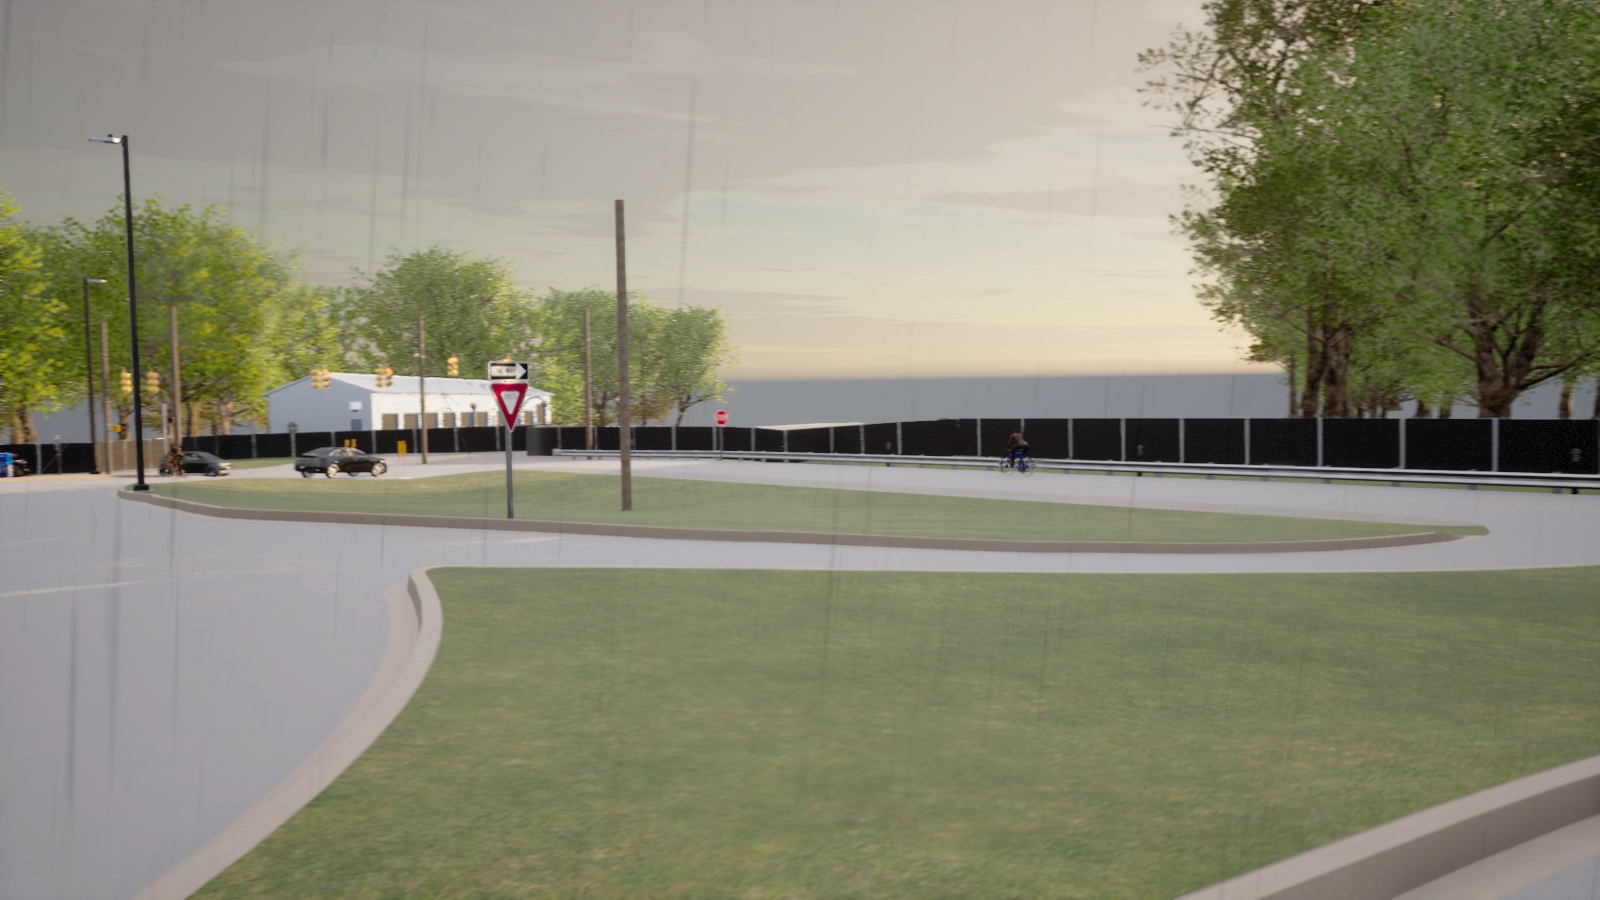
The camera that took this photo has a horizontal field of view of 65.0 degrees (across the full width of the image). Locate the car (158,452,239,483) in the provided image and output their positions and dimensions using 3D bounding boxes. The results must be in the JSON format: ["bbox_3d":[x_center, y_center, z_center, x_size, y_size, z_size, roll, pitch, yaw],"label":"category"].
[{"bbox_3d":[-34.248,1.003,71.592,3.705,1.549,1.789,-1,4,1],"label":"car"}]

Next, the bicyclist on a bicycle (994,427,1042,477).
[{"bbox_3d":[7.361,0.067,42.384,0.582,1.620,1.656,-3,2,-32],"label":"bicyclist on a bicycle"}]

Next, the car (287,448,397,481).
[{"bbox_3d":[-22.215,0.679,61.159,2.128,1.511,4.902,0,1,27],"label":"car"}]
